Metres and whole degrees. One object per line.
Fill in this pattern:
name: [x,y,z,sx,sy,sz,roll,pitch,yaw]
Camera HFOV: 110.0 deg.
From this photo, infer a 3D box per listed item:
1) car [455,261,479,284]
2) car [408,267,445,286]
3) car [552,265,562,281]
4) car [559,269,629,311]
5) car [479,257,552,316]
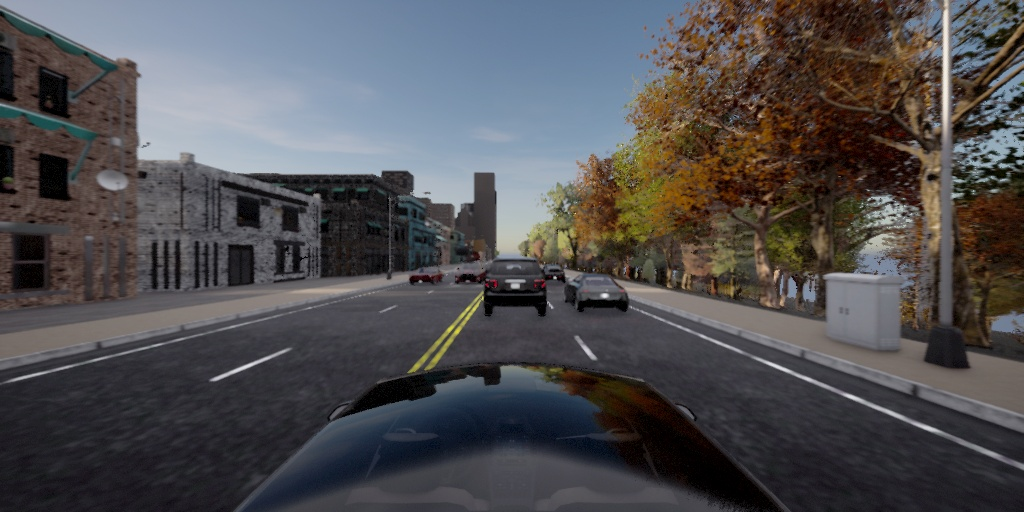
car: [-3.314,1.310,29.044,2.097,1.767,4.553,0,0,0]
car: [-6.568,1.548,27.960,1.895,1.301,4.718,0,0,0]
car: [3.383,1.479,30.587,1.837,1.490,4.892,0,0,0]
car: [3.362,1.419,14.971,1.994,1.385,4.181,0,0,0]
car: [0.112,1.066,14.025,2.150,2.045,5.566,0,-1,0]
